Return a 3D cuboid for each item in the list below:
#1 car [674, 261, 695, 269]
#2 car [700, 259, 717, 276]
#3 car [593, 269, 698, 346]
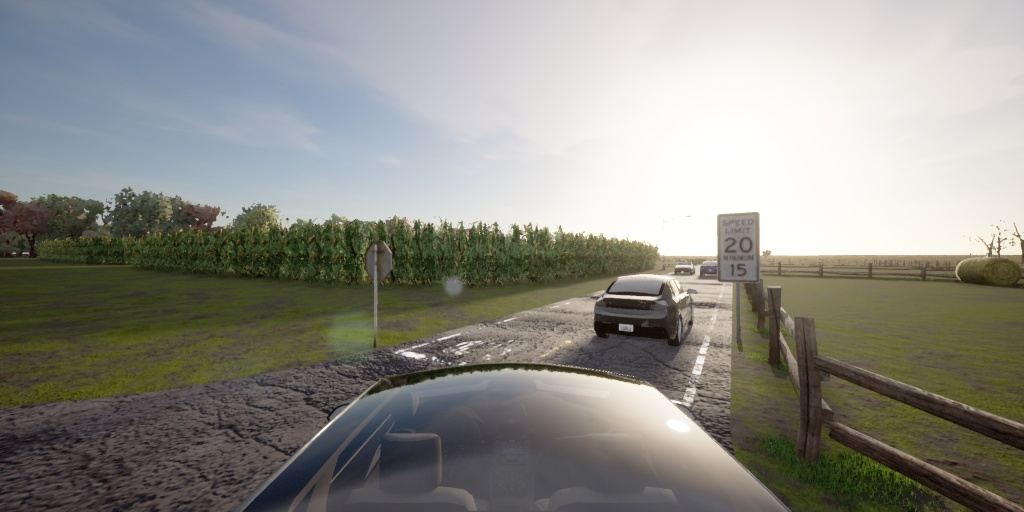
[{"bbox_3d":[19.808,1.323,40.971,2.033,1.411,5.357,0,0,32],"label":"car"},{"bbox_3d":[20.173,1.237,36.224,1.882,1.535,5.008,0,0,32],"label":"car"},{"bbox_3d":[3.659,1.257,9.571,1.837,1.490,4.892,0,0,32],"label":"car"}]
